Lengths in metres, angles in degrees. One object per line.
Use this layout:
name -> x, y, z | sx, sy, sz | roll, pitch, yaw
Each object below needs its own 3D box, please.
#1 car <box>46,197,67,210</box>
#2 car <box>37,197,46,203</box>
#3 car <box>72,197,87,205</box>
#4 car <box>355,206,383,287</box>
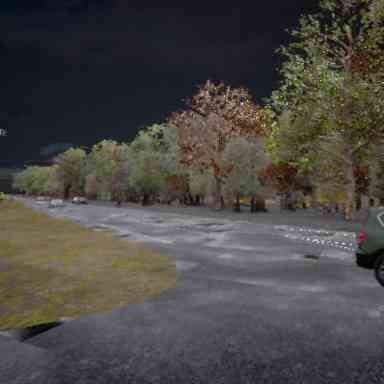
car -> -19.891, 1.817, 49.160 | 1.812, 1.442, 4.674 | 1, -1, -32
car -> -38.930, 1.960, 85.805 | 1.812, 1.442, 4.674 | 1, -1, -29
car -> -22.730, 1.771, 66.898 | 2.097, 1.767, 4.553 | 1, -1, -32
car -> 6.515, 1.369, 7.259 | 2.150, 2.045, 5.566 | 1, -1, -33
